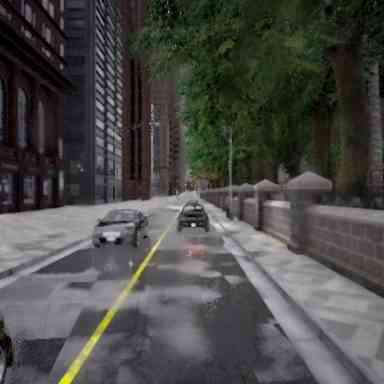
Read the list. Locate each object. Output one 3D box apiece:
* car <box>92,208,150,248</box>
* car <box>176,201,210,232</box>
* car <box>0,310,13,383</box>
[{"bbox_3d":[-3.084,1.531,15.167,2.128,1.511,4.902,0,0,0],"label":"car"},{"bbox_3d":[0.085,1.566,20.788,1.837,1.490,4.892,0,0,0],"label":"car"},{"bbox_3d":[-3.068,1.569,2.129,1.994,1.385,4.181,0,0,1],"label":"car"}]
